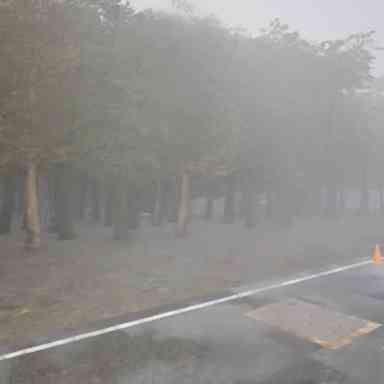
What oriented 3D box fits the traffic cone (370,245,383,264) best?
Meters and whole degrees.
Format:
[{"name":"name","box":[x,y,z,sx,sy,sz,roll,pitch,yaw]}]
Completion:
[{"name":"traffic cone","box":[5.994,1.996,10.755,0.340,0.580,0.340,0,0,-37]}]
